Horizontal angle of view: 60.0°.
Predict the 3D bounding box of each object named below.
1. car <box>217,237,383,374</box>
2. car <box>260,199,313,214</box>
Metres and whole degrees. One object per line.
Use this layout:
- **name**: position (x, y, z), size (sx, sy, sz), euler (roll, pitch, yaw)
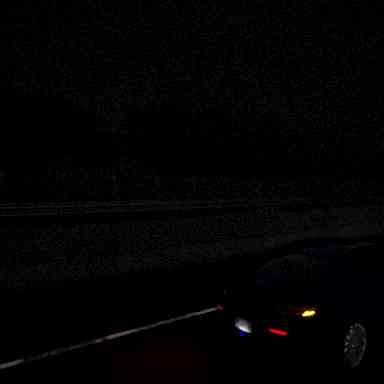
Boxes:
- **car**: position (2.520, 1.494, 5.543), size (4.674, 1.442, 1.812), euler (0, 0, -35)
- **car**: position (7.547, 1.352, 26.464), size (5.008, 1.535, 1.882), euler (0, 0, -35)
